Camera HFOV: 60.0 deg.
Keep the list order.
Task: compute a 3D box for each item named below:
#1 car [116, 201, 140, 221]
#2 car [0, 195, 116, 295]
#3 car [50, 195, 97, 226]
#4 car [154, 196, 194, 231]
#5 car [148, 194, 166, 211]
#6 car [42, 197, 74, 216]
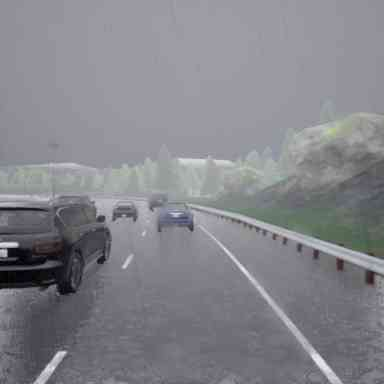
[{"bbox_3d":[-5.389,1.516,27.200,1.837,1.490,4.892,0,0,-7],"label":"car"},{"bbox_3d":[-3.694,1.229,8.857,2.150,2.045,5.566,0,0,-3],"label":"car"},{"bbox_3d":[-8.574,1.239,24.707,2.150,2.045,5.566,0,0,-7],"label":"car"},{"bbox_3d":[-1.115,1.355,20.747,2.097,1.767,4.553,0,0,-6],"label":"car"},{"bbox_3d":[-4.233,1.231,41.460,2.150,2.045,5.566,0,0,-11],"label":"car"},{"bbox_3d":[-13.483,1.380,33.712,2.097,1.767,4.553,0,0,-10],"label":"car"}]
